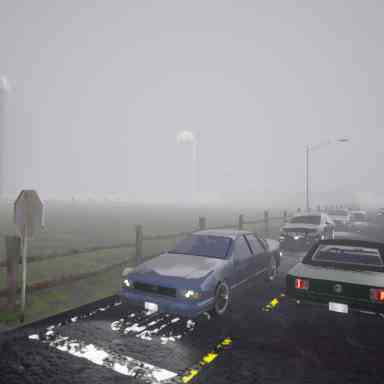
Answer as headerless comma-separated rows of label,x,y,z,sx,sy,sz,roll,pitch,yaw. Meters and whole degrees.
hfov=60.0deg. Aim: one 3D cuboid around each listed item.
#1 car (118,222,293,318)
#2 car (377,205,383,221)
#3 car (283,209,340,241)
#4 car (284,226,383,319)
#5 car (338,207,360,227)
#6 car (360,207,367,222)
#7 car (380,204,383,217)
car,0.668,1.660,8.116,2.033,1.411,5.357,0,-1,31
car,19.633,2.164,33.327,2.033,1.411,5.357,0,-1,32
car,5.790,1.777,16.419,1.837,1.490,4.892,0,-1,32
car,3.674,1.723,7.573,1.895,1.301,4.718,0,-1,32
car,10.931,1.979,24.735,2.033,1.411,5.357,0,-1,31
car,16.243,2.159,33.262,1.994,1.385,4.181,0,-1,32
car,24.905,2.289,41.951,1.837,1.490,4.892,0,-1,32
